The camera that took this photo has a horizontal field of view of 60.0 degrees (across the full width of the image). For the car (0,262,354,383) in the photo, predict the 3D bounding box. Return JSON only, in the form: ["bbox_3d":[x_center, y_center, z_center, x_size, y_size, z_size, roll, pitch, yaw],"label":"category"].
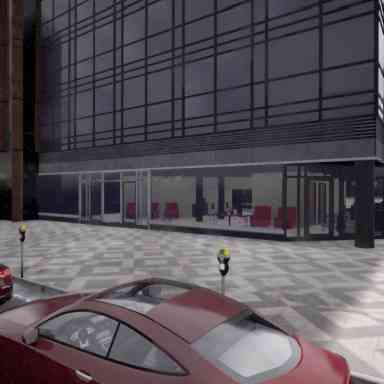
[{"bbox_3d":[-0.593,1.582,3.377,4.206,1.307,1.802,0,0,35],"label":"car"}]
